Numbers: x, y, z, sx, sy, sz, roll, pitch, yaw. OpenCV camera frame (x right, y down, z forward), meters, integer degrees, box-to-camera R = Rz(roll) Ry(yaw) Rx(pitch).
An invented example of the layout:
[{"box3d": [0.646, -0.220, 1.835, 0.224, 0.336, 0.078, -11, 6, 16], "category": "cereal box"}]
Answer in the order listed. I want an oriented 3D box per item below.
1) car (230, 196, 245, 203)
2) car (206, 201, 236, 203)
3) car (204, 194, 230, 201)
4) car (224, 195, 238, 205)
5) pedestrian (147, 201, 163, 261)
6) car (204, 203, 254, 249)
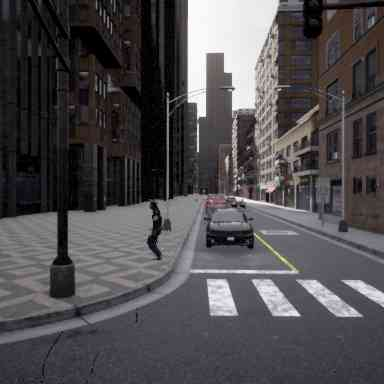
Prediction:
[{"box3d": [6.194, 1.555, 45.528, 1.895, 1.301, 4.718, 0, 0, 3], "category": "car"}, {"box3d": [2.052, 1.582, 24.759, 1.895, 1.301, 4.718, 0, 0, 3], "category": "car"}, {"box3d": [2.538, 1.192, 35.260, 2.150, 2.045, 5.566, 0, 0, 3], "category": "car"}, {"box3d": [6.780, 1.398, 58.525, 2.128, 1.511, 4.902, 0, 0, 3], "category": "car"}, {"box3d": [-1.091, 1.128, 9.980, 0.375, 1.860, 0.375, 0, 0, 3], "category": "pedestrian"}, {"box3d": [1.599, 1.466, 14.859, 1.882, 1.535, 5.008, 0, 0, 4], "category": "car"}]
